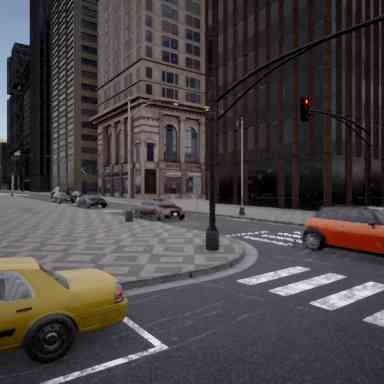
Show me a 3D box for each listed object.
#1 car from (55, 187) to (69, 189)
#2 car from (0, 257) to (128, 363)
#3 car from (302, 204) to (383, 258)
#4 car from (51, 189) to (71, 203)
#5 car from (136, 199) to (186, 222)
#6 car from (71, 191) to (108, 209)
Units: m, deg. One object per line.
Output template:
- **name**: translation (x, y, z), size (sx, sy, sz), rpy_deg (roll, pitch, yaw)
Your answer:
- **car**: translation (-21.947, 0.133, 55.746), size (2.150, 2.045, 5.566), rpy_deg (0, 1, -36)
- **car**: translation (-3.276, 1.525, 4.312), size (4.829, 1.417, 1.752), rpy_deg (0, 0, -35)
- **car**: translation (6.107, 1.265, 11.220), size (2.097, 1.767, 4.553), rpy_deg (0, 1, -36)
- **car**: translation (-16.689, 0.662, 43.128), size (1.837, 1.490, 4.892), rpy_deg (0, 1, -36)
- **car**: translation (-2.222, 1.195, 22.858), size (1.994, 1.385, 4.181), rpy_deg (0, 1, -36)
- **car**: translation (-10.446, 0.907, 34.355), size (2.033, 1.411, 5.357), rpy_deg (0, 1, -35)
